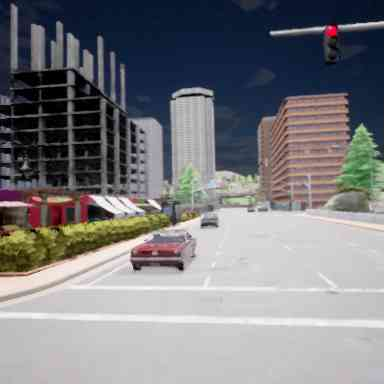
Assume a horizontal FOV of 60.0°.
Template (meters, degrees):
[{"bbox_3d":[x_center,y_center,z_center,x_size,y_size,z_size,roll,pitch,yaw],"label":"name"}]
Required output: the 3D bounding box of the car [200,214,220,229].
[{"bbox_3d":[2.012,3.038,35.251,2.033,1.411,5.357,-2,-2,8],"label":"car"}]

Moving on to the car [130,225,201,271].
[{"bbox_3d":[-0.951,2.226,13.406,1.895,1.301,4.718,-2,-2,8],"label":"car"}]
